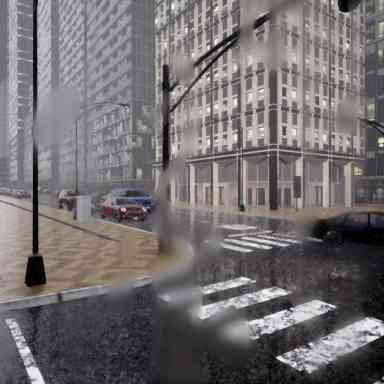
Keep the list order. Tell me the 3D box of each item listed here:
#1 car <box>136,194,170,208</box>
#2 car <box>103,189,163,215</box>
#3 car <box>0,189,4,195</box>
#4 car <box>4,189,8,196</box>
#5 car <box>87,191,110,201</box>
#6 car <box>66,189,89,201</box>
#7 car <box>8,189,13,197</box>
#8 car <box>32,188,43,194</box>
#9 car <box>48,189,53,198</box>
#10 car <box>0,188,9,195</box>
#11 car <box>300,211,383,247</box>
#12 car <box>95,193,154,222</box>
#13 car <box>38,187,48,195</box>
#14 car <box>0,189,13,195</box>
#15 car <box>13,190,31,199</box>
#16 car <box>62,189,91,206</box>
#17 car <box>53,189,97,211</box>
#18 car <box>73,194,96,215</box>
[{"bbox_3d":[-4.318,0.982,36.221,1.802,1.307,4.206,1,0,-36],"label":"car"},{"bbox_3d":[-4.899,0.768,27.065,2.150,2.045,5.566,0,1,-37],"label":"car"},{"bbox_3d":[-37.040,0.107,67.566,2.008,1.369,4.403,1,0,-36],"label":"car"},{"bbox_3d":[-33.797,0.208,63.032,1.887,1.381,4.507,1,0,-36],"label":"car"},{"bbox_3d":[-14.050,0.644,49.829,1.947,1.339,4.313,1,0,-36],"label":"car"},{"bbox_3d":[-17.187,0.400,49.737,2.097,1.767,4.553,0,1,-36],"label":"car"},{"bbox_3d":[-30.554,0.321,58.498,2.008,1.369,4.403,1,0,-36],"label":"car"},{"bbox_3d":[-40.002,-0.213,86.112,1.947,1.339,4.313,1,0,-36],"label":"car"},{"bbox_3d":[-23.132,0.329,58.050,1.882,1.535,5.008,0,1,-36],"label":"car"},{"bbox_3d":[-43.526,-0.112,76.633,1.887,1.381,4.507,1,0,-36],"label":"car"},{"bbox_3d":[7.063,1.448,12.841,5.357,1.411,2.033,1,1,34],"label":"car"},{"bbox_3d":[-4.608,1.069,22.228,1.967,1.590,4.097,1,0,-36],"label":"car"},{"bbox_3d":[-33.514,-0.020,77.041,1.887,1.381,4.507,1,0,-36],"label":"car"},{"bbox_3d":[-40.283,0.016,72.100,1.947,1.339,4.313,1,0,-36],"label":"car"},{"bbox_3d":[-27.311,0.422,53.965,1.887,1.381,4.507,1,0,-36],"label":"car"},{"bbox_3d":[-13.860,0.602,39.617,2.097,1.767,4.553,0,1,-35],"label":"car"},{"bbox_3d":[-11.090,0.729,31.295,2.192,1.841,5.009,1,0,-36],"label":"car"},{"bbox_3d":[-7.855,1.103,26.762,1.802,1.307,4.206,1,0,-36],"label":"car"}]
